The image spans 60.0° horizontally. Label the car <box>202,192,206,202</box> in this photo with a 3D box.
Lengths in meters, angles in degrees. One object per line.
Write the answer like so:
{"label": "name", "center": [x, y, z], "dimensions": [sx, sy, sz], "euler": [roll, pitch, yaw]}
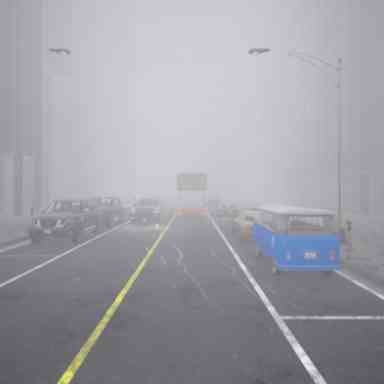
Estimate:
{"label": "car", "center": [2.863, 1.135, 49.358], "dimensions": [1.967, 1.590, 4.097], "euler": [0, 0, 0]}

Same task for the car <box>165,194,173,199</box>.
{"label": "car", "center": [-5.661, 1.123, 83.209], "dimensions": [1.802, 1.307, 4.206], "euler": [0, 0, 0]}

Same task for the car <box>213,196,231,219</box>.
{"label": "car", "center": [2.869, 1.360, 27.005], "dimensions": [1.752, 1.417, 4.829], "euler": [0, 1, 1]}

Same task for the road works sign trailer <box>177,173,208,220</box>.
{"label": "road works sign trailer", "center": [0.002, 0.306, 26.108], "dimensions": [2.380, 3.560, 2.880], "euler": [0, 0, 0]}

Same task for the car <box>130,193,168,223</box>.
{"label": "car", "center": [-3.097, 1.209, 23.871], "dimensions": [2.097, 1.767, 4.553], "euler": [0, 0, 0]}

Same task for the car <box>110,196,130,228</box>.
{"label": "car", "center": [-5.664, 1.190, 21.182], "dimensions": [2.192, 1.841, 5.009], "euler": [0, 0, 0]}

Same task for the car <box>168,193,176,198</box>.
{"label": "car", "center": [-5.661, 1.024, 94.316], "dimensions": [1.752, 1.417, 4.829], "euler": [0, 0, 0]}

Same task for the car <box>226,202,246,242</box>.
{"label": "car", "center": [2.861, 1.435, 15.692], "dimensions": [1.752, 1.417, 4.829], "euler": [0, 0, 0]}

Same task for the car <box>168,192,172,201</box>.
{"label": "car", "center": [-5.662, 1.054, 66.291], "dimensions": [1.967, 1.590, 4.097], "euler": [0, 0, 0]}

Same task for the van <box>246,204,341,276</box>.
{"label": "van", "center": [2.860, 1.287, 9.879], "dimensions": [1.690, 1.788, 3.998], "euler": [0, 0, 0]}

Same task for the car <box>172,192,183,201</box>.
{"label": "car", "center": [-3.001, 1.134, 66.940], "dimensions": [1.812, 1.442, 4.674], "euler": [0, 0, 0]}

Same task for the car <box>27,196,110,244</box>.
{"label": "car", "center": [-5.665, 1.226, 15.542], "dimensions": [2.192, 1.841, 5.009], "euler": [0, 0, 0]}

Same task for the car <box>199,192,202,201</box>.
{"label": "car", "center": [2.863, 0.954, 60.638], "dimensions": [2.192, 1.841, 5.009], "euler": [0, 0, 0]}

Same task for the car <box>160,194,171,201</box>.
{"label": "car", "center": [-5.662, 1.135, 71.931], "dimensions": [1.887, 1.381, 4.507], "euler": [0, 0, 0]}

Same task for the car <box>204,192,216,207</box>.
{"label": "car", "center": [2.862, 1.167, 43.720], "dimensions": [1.967, 1.590, 4.097], "euler": [0, 0, 0]}

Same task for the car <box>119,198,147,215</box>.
{"label": "car", "center": [-5.664, 1.326, 32.251], "dimensions": [1.752, 1.417, 4.829], "euler": [0, 1, 1]}

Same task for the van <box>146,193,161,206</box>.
{"label": "van", "center": [-5.662, 1.036, 49.374], "dimensions": [1.690, 1.788, 3.998], "euler": [0, 0, 0]}

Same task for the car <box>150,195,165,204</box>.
{"label": "car", "center": [-5.662, 1.231, 55.014], "dimensions": [1.947, 1.339, 4.313], "euler": [0, 0, 0]}

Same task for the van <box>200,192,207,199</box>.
{"label": "van", "center": [2.865, 0.883, 83.195], "dimensions": [1.690, 1.788, 3.998], "euler": [0, 0, 0]}
